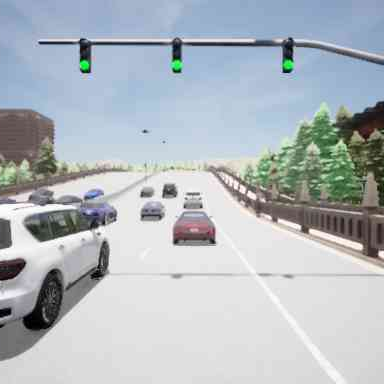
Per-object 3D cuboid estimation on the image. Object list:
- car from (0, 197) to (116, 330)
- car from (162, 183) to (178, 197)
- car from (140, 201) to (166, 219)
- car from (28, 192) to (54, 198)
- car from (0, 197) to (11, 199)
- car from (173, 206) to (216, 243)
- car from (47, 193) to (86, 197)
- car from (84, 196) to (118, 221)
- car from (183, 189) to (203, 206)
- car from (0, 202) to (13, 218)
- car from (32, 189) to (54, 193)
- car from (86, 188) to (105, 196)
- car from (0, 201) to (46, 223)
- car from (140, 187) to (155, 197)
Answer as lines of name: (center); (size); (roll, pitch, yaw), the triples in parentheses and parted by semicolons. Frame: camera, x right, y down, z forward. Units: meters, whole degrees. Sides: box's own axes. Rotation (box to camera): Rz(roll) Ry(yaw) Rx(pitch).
car: (-3.400, 1.250, 7.082); (2.150, 2.045, 5.566); (0, 0, 0)
car: (-3.363, -0.442, 51.322); (2.150, 2.045, 5.566); (0, 7, 1)
car: (-3.397, 1.528, 29.554); (2.033, 1.411, 5.357); (0, 2, 0)
car: (-17.470, 1.161, 38.326); (1.895, 1.301, 4.718); (0, 4, 0)
car: (-20.983, 1.251, 36.017); (2.033, 1.411, 5.357); (0, 3, 0)
car: (0.101, 1.624, 16.448); (1.994, 1.385, 4.181); (0, 0, 0)
car: (-13.975, 1.098, 37.378); (1.882, 1.535, 5.008); (0, 4, 0)
car: (-6.900, 1.424, 24.406); (2.097, 1.767, 4.553); (0, 0, 0)
car: (0.140, 0.683, 39.721); (2.150, 2.045, 5.566); (0, 4, 0)
car: (-17.506, 1.610, 28.384); (1.895, 1.301, 4.718); (0, 1, 0)
car: (-20.925, 0.371, 46.359); (1.882, 1.535, 5.008); (0, 6, 0)
car: (-13.919, 0.249, 47.508); (1.882, 1.535, 5.008); (0, 6, 0)
car: (-14.023, 1.556, 27.506); (1.812, 1.442, 4.674); (0, 1, 0)
car: (-6.890, -0.134, 51.479); (2.033, 1.411, 5.357); (0, 7, 1)
